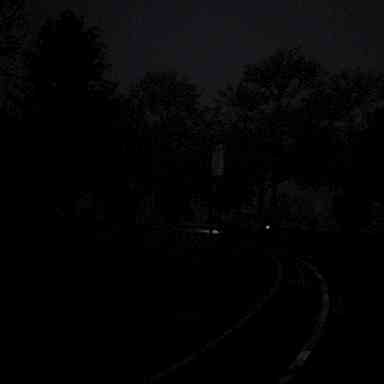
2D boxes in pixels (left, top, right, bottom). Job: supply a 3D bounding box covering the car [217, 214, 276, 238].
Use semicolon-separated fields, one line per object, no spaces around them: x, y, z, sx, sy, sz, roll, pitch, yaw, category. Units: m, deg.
3.463;2.118;21.769;1.994;1.385;4.181;1;-2;-33;car
